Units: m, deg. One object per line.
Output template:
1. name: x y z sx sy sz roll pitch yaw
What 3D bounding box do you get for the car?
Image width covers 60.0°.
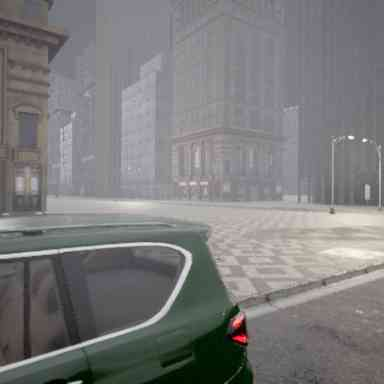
1. car: -2.108 1.221 1.849 5.566 2.045 2.150 0 0 -36
